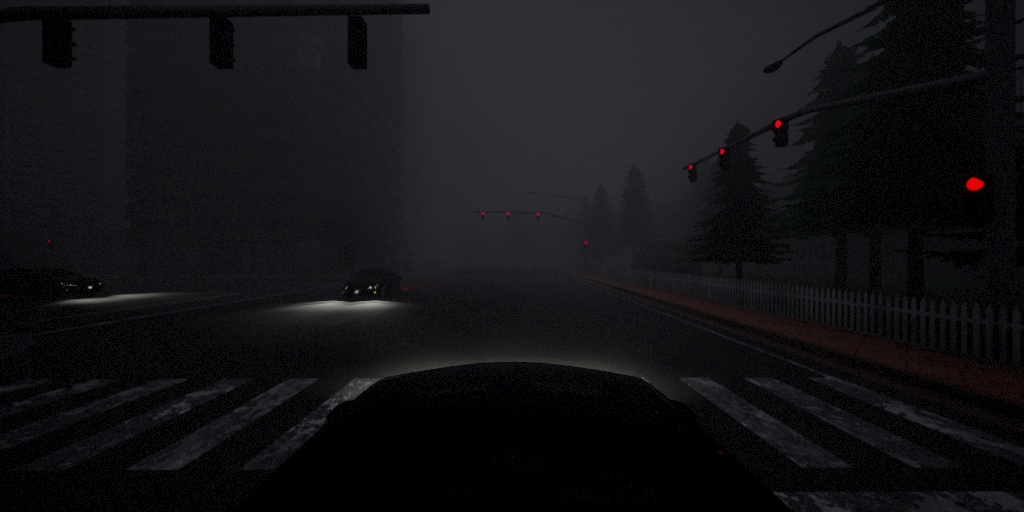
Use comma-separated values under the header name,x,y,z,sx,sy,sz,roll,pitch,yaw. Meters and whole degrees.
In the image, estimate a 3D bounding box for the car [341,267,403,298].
name,x,y,z,sx,sy,sz,roll,pitch,yaw
car,-7.097,1.364,18.688,1.837,1.490,4.892,0,0,-1

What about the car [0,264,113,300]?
name,x,y,z,sx,sy,sz,roll,pitch,yaw
car,-23.227,1.306,17.696,4.892,1.490,1.837,0,0,0
